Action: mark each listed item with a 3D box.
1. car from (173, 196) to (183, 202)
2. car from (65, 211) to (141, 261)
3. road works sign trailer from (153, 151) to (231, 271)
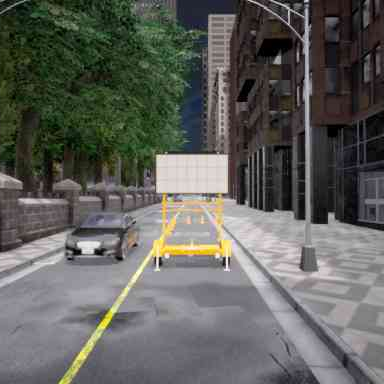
[{"bbox_3d":[-2.968,1.622,68.982,1.882,1.535,5.008,0,0,0],"label":"car"},{"bbox_3d":[-3.096,1.501,12.347,2.128,1.511,4.902,0,0,0],"label":"car"},{"bbox_3d":[0.006,0.472,10.919,2.380,3.560,2.880,0,0,0],"label":"road works sign trailer"}]
